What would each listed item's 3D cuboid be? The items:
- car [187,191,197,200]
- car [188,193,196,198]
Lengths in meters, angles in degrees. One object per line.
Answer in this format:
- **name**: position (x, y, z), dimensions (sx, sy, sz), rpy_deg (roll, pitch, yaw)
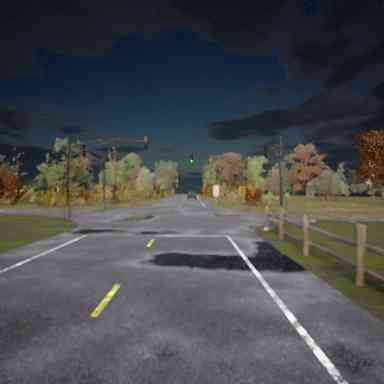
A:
- **car**: position (-0.015, 0.833, 80.485), dimensions (2.150, 2.045, 5.566), rpy_deg (0, 0, 0)
- **car**: position (-0.018, 0.951, 90.877), dimensions (2.033, 1.411, 5.357), rpy_deg (0, 0, 0)
